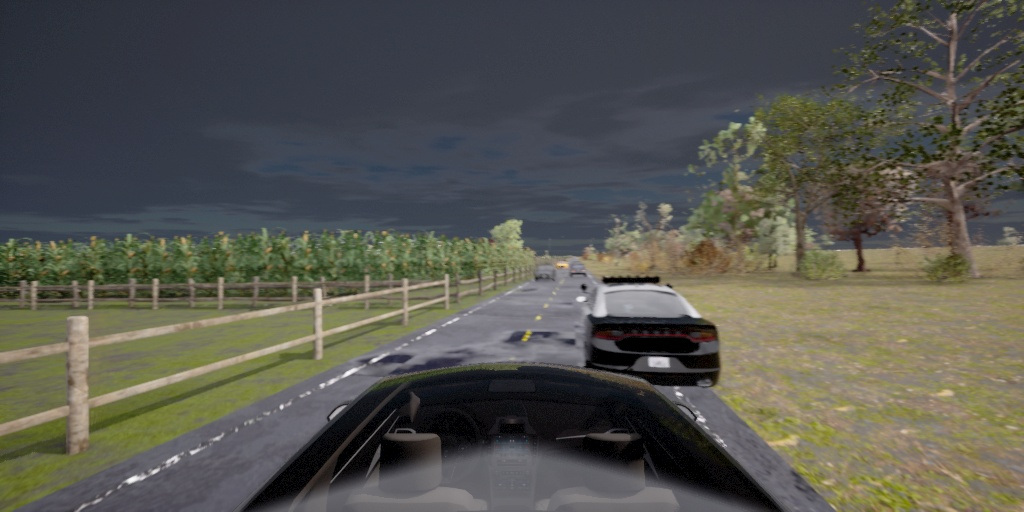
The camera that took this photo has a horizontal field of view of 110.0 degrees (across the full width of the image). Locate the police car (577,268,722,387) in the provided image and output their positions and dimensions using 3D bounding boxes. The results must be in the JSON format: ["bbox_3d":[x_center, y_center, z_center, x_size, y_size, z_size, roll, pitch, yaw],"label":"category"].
[{"bbox_3d":[2.369,1.205,7.229,1.930,1.638,5.238,-1,-1,10],"label":"police car"}]

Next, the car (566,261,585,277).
[{"bbox_3d":[7.456,1.625,40.425,2.033,1.411,5.357,-1,-1,10],"label":"car"}]

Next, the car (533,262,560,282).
[{"bbox_3d":[3.171,1.569,33.241,1.837,1.490,4.892,-1,-1,10],"label":"car"}]

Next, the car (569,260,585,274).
[{"bbox_3d":[9.242,1.512,50.878,2.097,1.767,4.553,-1,-1,11],"label":"car"}]
